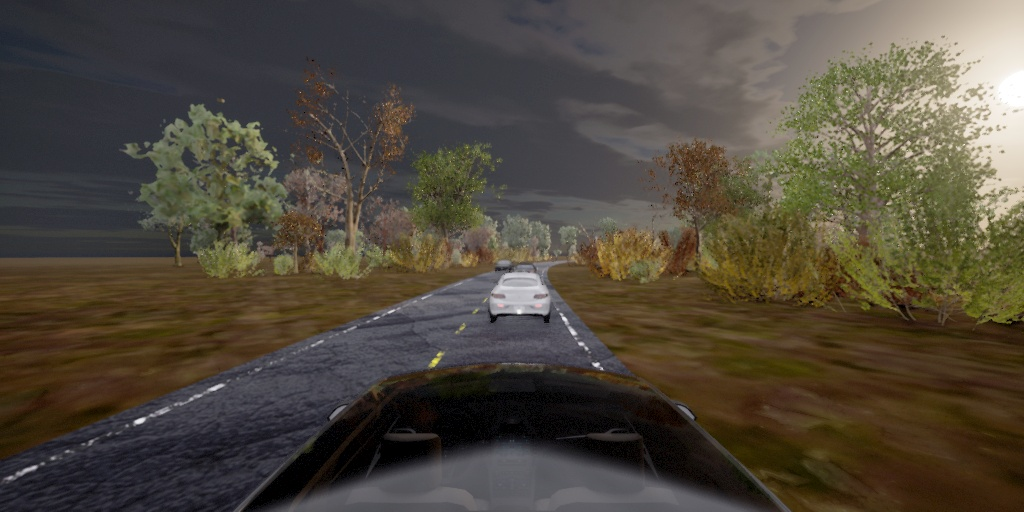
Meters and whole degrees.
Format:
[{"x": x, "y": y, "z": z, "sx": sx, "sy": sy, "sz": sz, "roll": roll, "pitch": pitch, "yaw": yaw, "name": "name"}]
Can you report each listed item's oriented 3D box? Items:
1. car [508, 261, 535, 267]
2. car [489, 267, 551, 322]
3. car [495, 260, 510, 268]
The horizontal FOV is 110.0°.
[{"x": 1.112, "y": 1.276, "z": 28.970, "sx": 2.033, "sy": 1.411, "sz": 5.357, "roll": 0, "pitch": 0, "yaw": 4, "name": "car"}, {"x": 0.283, "y": 1.266, "z": 12.135, "sx": 1.812, "sy": 1.442, "sz": 4.674, "roll": 0, "pitch": 0, "yaw": 2, "name": "car"}, {"x": -0.882, "y": 1.198, "z": 42.971, "sx": 1.882, "sy": 1.535, "sz": 5.008, "roll": 0, "pitch": 0, "yaw": 6, "name": "car"}]
